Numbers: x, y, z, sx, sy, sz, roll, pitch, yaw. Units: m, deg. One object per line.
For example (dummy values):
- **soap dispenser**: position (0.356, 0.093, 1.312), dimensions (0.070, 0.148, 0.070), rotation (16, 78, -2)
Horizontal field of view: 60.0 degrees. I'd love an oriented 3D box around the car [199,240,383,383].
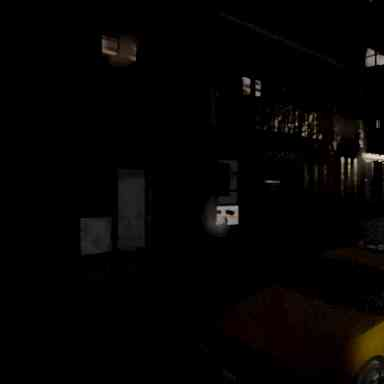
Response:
- **car**: position (2.313, 1.392, 4.530), dimensions (4.829, 1.417, 1.752), rotation (-2, 3, -37)
